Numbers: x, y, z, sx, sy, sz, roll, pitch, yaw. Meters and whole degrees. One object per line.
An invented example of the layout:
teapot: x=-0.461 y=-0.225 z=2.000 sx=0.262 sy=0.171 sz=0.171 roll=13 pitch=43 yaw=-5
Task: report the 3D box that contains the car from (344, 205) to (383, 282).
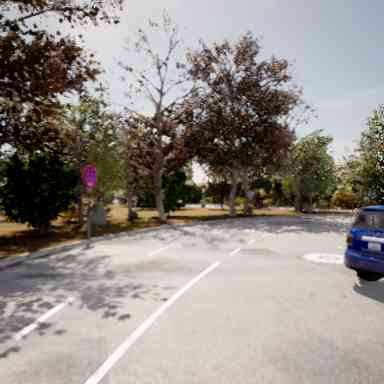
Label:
car: x=6.515 y=1.380 z=8.712 sx=5.566 sy=2.045 sz=2.150 roll=1 pitch=-1 yaw=-27
